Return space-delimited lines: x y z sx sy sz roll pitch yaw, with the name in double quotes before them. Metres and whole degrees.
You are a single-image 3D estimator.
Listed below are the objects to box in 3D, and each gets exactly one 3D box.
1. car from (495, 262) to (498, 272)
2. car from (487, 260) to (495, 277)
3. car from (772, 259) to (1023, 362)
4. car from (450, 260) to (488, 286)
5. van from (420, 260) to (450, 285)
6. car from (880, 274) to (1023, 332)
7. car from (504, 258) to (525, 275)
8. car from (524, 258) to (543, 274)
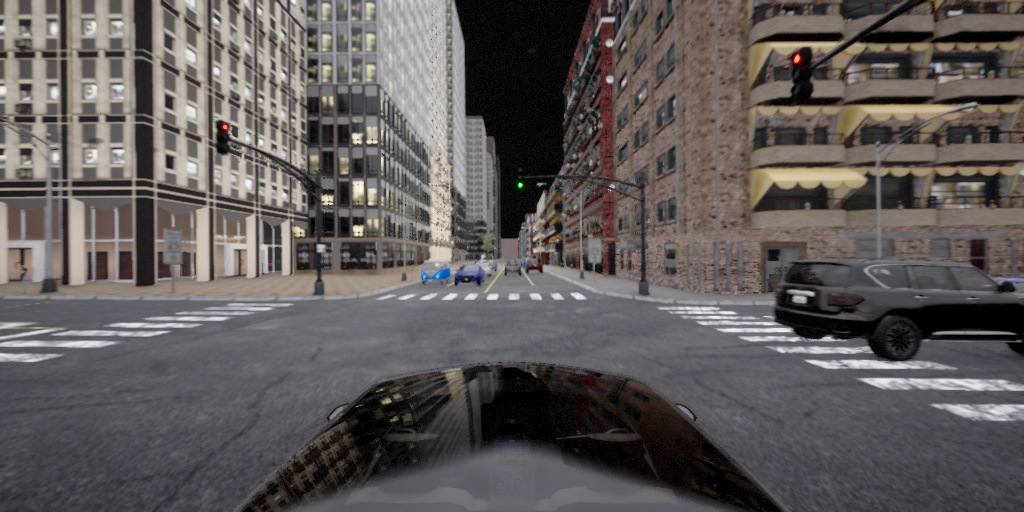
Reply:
"car" -3.058 1.400 50.540 2.128 1.511 4.902 -1 0 1
"car" -3.088 1.393 37.006 1.812 1.442 4.674 -1 0 0
"car" 9.109 1.089 8.248 5.566 2.045 2.150 1 -1 -5
"car" -3.093 1.315 26.873 1.882 1.535 5.008 -1 0 0
"van" -5.688 1.205 27.057 1.690 1.789 3.998 0 0 0
"car" 14.970 1.401 11.221 5.008 1.535 1.882 1 0 0
"car" 0.094 1.338 41.025 2.128 1.511 4.902 -1 0 0
"car" 2.692 1.142 43.711 2.192 1.841 5.009 0 0 0
